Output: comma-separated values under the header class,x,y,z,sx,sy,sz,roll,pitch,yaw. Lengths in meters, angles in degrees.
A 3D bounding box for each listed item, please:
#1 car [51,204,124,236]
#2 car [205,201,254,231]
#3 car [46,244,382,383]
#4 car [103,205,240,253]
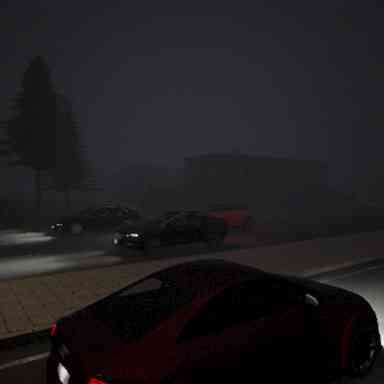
class,x,y,z,sx,sy,sz,roll,pitch,yaw
car,-5.259,1.503,18.657,4.892,1.490,1.837,-2,1,-35
car,1.395,1.358,19.085,4.553,1.767,2.097,0,0,-35
car,0.496,1.565,4.097,4.181,1.385,1.994,0,0,-36
car,-0.719,1.495,13.296,4.902,1.511,2.128,0,0,-35
